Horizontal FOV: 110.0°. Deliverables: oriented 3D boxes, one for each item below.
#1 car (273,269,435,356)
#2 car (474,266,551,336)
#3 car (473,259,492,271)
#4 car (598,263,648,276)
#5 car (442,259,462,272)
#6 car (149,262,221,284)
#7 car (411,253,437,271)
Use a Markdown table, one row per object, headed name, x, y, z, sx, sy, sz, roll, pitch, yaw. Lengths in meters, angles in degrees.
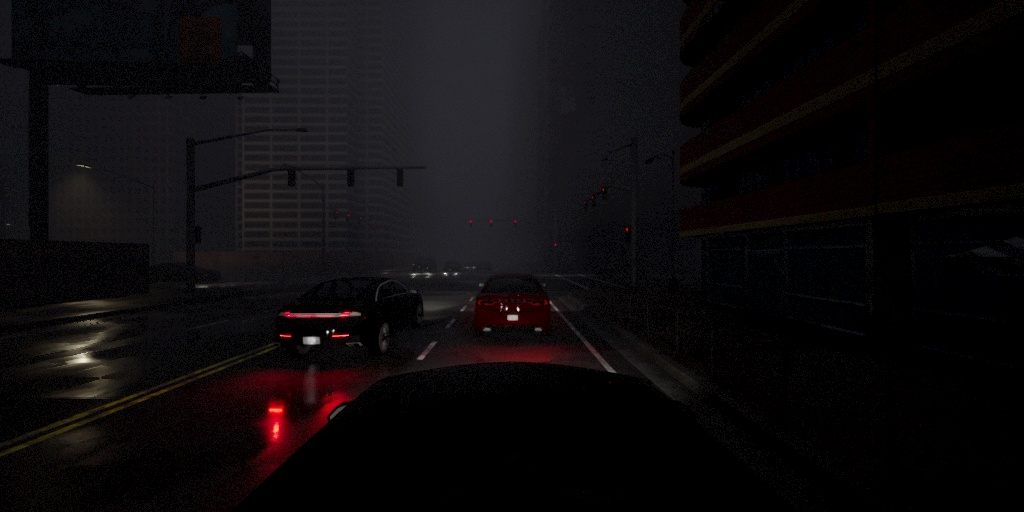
| name | x | y | z | sx | sy | sz | roll | pitch | yaw |
| --- | --- | --- | --- | --- | --- | --- | --- | --- | --- |
| car | -3.477 | 1.241 | 8.592 | 2.128 | 1.511 | 4.902 | 0 | 0 | -1 |
| car | 0.011 | 1.227 | 10.481 | 1.882 | 1.535 | 5.008 | 0 | 0 | 0 |
| car | -3.751 | 1.310 | 48.728 | 1.994 | 1.385 | 4.181 | 0 | 0 | 0 |
| car | 11.322 | 1.348 | 36.790 | 4.718 | 1.301 | 1.895 | 0 | 0 | 2 |
| car | -7.418 | 1.294 | 45.221 | 2.033 | 1.411 | 5.357 | 0 | 0 | 0 |
| car | -23.963 | 1.226 | 25.988 | 5.008 | 1.535 | 1.882 | 0 | 0 | 0 |
| car | -10.919 | 0.969 | 44.944 | 2.150 | 2.045 | 5.566 | 0 | 0 | 0 |
